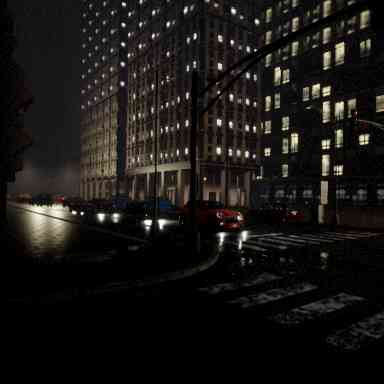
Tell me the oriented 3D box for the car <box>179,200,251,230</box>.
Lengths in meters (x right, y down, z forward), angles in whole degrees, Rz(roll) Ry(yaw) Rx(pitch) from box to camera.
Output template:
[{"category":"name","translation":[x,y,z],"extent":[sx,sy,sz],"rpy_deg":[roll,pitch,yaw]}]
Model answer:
[{"category":"car","translation":[1.111,1.303,20.509],"extent":[2.097,1.767,4.553],"rpy_deg":[1,-1,-35]}]

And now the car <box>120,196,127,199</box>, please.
[{"category":"car","translation":[-7.328,1.584,42.366],"extent":[2.008,1.369,4.403],"rpy_deg":[1,-1,-35]}]

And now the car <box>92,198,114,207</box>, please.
[{"category":"car","translation":[-13.874,1.586,51.574],"extent":[1.947,1.339,4.313],"rpy_deg":[1,-1,-35]}]

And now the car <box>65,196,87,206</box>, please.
[{"category":"car","translation":[-18.900,1.456,54.177],"extent":[2.128,1.511,4.902],"rpy_deg":[1,-1,-35]}]

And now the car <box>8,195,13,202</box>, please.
[{"category":"car","translation":[-37.066,1.396,69.740],"extent":[1.947,1.339,4.313],"rpy_deg":[1,-1,-35]}]

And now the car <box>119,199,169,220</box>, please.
[{"category":"car","translation":[-4.094,1.502,27.822],"extent":[1.994,1.385,4.181],"rpy_deg":[1,-1,-35]}]

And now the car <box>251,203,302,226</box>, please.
[{"category":"car","translation":[5.765,1.505,23.952],"extent":[1.967,1.590,4.097],"rpy_deg":[1,-1,-35]}]

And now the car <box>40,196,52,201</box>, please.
[{"category":"car","translation":[-36.783,1.570,83.801],"extent":[1.802,1.307,4.206],"rpy_deg":[1,-1,-35]}]

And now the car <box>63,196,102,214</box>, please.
[{"category":"car","translation":[-10.885,1.427,32.908],"extent":[2.008,1.369,4.403],"rpy_deg":[1,-1,-35]}]

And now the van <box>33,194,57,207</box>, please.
[{"category":"van","translation":[-20.699,1.197,46.722],"extent":[1.690,1.788,3.998],"rpy_deg":[1,-1,-35]}]

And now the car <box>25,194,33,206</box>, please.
[{"category":"car","translation":[-23.976,1.432,51.323],"extent":[1.802,1.307,4.206],"rpy_deg":[1,-1,-35]}]

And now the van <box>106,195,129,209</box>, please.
[{"category":"van","translation":[-10.597,1.368,46.973],"extent":[1.690,1.788,3.998],"rpy_deg":[1,-1,-35]}]

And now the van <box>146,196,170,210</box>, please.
[{"category":"van","translation":[-4.052,1.382,37.764],"extent":[1.690,1.788,3.998],"rpy_deg":[1,-1,-35]}]

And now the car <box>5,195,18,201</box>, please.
[{"category":"car","translation":[-40.338,1.377,74.343],"extent":[2.008,1.369,4.403],"rpy_deg":[1,-1,-35]}]

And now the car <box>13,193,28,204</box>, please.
[{"category":"car","translation":[-30.517,1.154,60.534],"extent":[2.192,1.841,5.009],"rpy_deg":[1,-1,-35]}]

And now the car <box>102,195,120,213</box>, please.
[{"category":"car","translation":[-9.961,1.402,36.090],"extent":[1.882,1.535,5.008],"rpy_deg":[1,-1,-36]}]

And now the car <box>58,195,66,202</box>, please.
[{"category":"car","translation":[-15.951,1.404,44.584],"extent":[2.128,1.511,4.902],"rpy_deg":[1,-1,-35]}]
